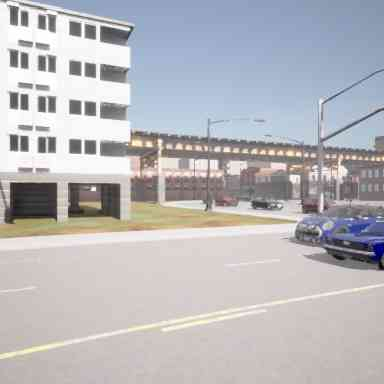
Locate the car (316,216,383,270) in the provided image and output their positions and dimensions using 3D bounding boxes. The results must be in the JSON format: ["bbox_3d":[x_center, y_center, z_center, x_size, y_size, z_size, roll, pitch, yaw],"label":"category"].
[{"bbox_3d":[6.611,1.601,10.777,4.718,1.301,1.895,0,0,-24],"label":"car"}]

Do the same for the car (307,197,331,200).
[{"bbox_3d":[13.153,1.352,33.082,2.097,1.767,4.553,0,0,-25],"label":"car"}]

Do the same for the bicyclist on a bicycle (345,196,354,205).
[{"bbox_3d":[20.487,1.303,43.306,1.656,1.620,0.582,0,0,-25],"label":"bicyclist on a bicycle"}]

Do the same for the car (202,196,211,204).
[{"bbox_3d":[2.931,1.505,62.090,1.837,1.490,4.892,0,0,1],"label":"car"}]

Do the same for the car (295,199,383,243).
[{"bbox_3d":[6.810,1.352,14.682,4.553,1.767,2.097,0,0,-24],"label":"car"}]

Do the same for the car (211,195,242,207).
[{"bbox_3d":[5.145,1.478,50.760,1.882,1.535,5.008,0,0,-21],"label":"car"}]

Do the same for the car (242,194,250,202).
[{"bbox_3d":[11.954,1.525,75.704,2.128,1.511,4.902,0,0,41],"label":"car"}]

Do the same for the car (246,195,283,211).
[{"bbox_3d":[9.294,1.491,41.359,2.128,1.511,4.902,0,0,-25],"label":"car"}]

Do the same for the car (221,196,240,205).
[{"bbox_3d":[6.661,1.491,58.487,2.128,1.511,4.902,0,0,-9],"label":"car"}]
